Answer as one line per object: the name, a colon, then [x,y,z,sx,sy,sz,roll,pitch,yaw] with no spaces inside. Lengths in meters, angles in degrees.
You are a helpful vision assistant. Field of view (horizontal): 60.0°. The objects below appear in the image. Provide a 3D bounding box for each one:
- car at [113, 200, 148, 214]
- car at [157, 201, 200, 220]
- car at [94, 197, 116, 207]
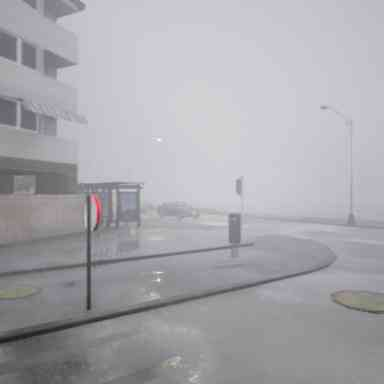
car: [-6.592,1.605,36.512,1.812,1.442,4.674,0,0,-36]
car: [-1.221,1.570,28.955,2.128,1.511,4.902,0,0,-36]
car: [-14.322,1.578,54.586,1.882,1.535,5.008,0,0,-35]
